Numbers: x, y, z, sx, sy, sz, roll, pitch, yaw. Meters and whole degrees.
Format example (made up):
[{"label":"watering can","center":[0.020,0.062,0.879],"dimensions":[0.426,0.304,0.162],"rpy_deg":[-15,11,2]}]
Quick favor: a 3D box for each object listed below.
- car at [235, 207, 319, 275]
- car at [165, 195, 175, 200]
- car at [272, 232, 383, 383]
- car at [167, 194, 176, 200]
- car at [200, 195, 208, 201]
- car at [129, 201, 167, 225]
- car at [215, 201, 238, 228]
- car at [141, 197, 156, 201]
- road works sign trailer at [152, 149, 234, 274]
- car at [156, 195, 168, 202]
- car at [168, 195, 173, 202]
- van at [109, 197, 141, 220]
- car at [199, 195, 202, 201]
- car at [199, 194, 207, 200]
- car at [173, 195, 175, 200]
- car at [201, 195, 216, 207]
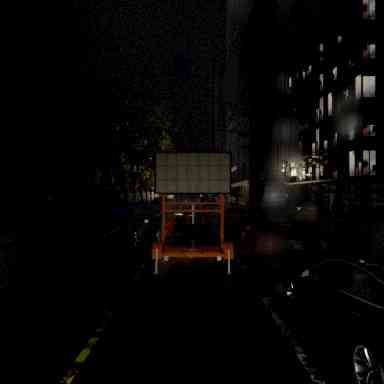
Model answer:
[{"label":"car","center":[2.710,1.438,10.444],"dimensions":[1.967,1.590,4.097],"rpy_deg":[0,0,0]},{"label":"car","center":[-5.553,1.396,84.344],"dimensions":[2.008,1.369,4.403],"rpy_deg":[0,0,0]},{"label":"car","center":[2.700,1.566,4.763],"dimensions":[1.947,1.339,4.313],"rpy_deg":[0,0,0]},{"label":"car","center":[-5.544,1.376,90.027],"dimensions":[2.008,1.369,4.403],"rpy_deg":[0,0,0]},{"label":"car","center":[2.818,1.430,78.623],"dimensions":[1.947,1.339,4.313],"rpy_deg":[0,0,0]},{"label":"car","center":[-2.965,1.588,23.901],"dimensions":[1.895,1.301,4.718],"rpy_deg":[0,0,0]},{"label":"car","center":[2.728,1.514,21.980],"dimensions":[1.752,1.417,4.829],"rpy_deg":[0,0,0]},{"label":"car","center":[-5.626,1.546,38.881],"dimensions":[1.802,1.307,4.206],"rpy_deg":[0,0,0]},{"label":"road works sign trailer","center":[0.032,0.462,10.506],"dimensions":[2.380,3.560,2.880],"rpy_deg":[0,0,1]},{"label":"car","center":[-5.598,1.474,55.929],"dimensions":[1.887,1.381,4.507],"rpy_deg":[0,0,0]},{"label":"car","center":[-5.581,1.450,67.296],"dimensions":[2.008,1.369,4.403],"rpy_deg":[0,0,0]},{"label":"van","center":[-5.643,1.323,27.515],"dimensions":[1.690,1.788,3.998],"rpy_deg":[0,0,0]},{"label":"car","center":[2.800,1.444,67.261],"dimensions":[1.887,1.381,4.507],"rpy_deg":[0,0,0]},{"label":"car","center":[2.836,1.377,89.987],"dimensions":[2.008,1.369,4.403],"rpy_deg":[0,0,0]},{"label":"car","center":[-5.562,1.390,78.490],"dimensions":[1.752,1.417,4.829],"rpy_deg":[0,0,0]},{"label":"car","center":[2.773,1.524,50.217],"dimensions":[1.802,1.307,4.206],"rpy_deg":[0,0,0]}]
